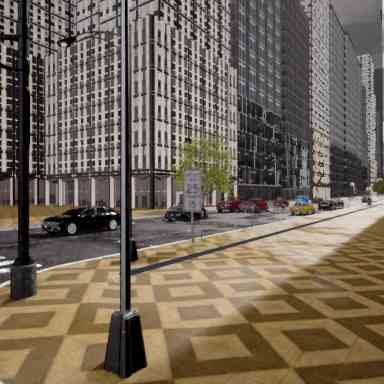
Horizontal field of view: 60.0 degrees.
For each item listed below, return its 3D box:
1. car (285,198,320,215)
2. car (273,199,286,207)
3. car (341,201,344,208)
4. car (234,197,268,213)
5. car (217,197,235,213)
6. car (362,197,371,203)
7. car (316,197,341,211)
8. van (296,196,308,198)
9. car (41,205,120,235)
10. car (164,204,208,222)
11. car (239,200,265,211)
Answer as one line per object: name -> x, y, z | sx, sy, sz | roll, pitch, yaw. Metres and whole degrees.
car -> 11.920, 1.673, 35.622 | 1.752, 1.417, 4.829 | 0, 0, 35
car -> 14.604, 1.816, 54.312 | 1.802, 1.307, 4.206 | 0, 0, 35
car -> 21.509, 1.753, 49.564 | 2.008, 1.369, 4.403 | 0, 0, 35
car -> 7.204, 1.522, 38.943 | 2.097, 1.767, 4.553 | 0, 0, 35
car -> 4.918, 1.494, 40.233 | 2.192, 1.841, 5.009 | -1, -1, 35
car -> 40.880, 1.850, 77.730 | 1.947, 1.339, 4.313 | 0, 0, 35
car -> 18.281, 1.751, 44.870 | 1.947, 1.339, 4.313 | 0, 0, 35
van -> 21.061, 1.606, 63.705 | 1.690, 1.788, 3.998 | 0, 0, 35
car -> -6.273, 1.577, 19.387 | 1.837, 1.490, 4.892 | 0, 0, 35
car -> -0.439, 1.681, 27.855 | 1.994, 1.385, 4.181 | 0, 0, 35
car -> 8.147, 1.764, 44.924 | 1.947, 1.339, 4.313 | 0, 0, 35
